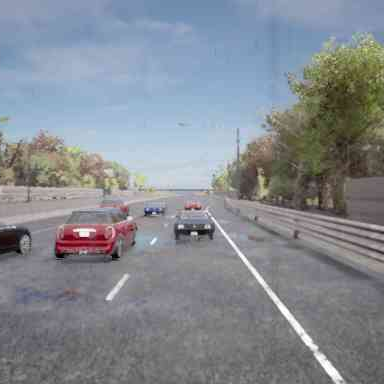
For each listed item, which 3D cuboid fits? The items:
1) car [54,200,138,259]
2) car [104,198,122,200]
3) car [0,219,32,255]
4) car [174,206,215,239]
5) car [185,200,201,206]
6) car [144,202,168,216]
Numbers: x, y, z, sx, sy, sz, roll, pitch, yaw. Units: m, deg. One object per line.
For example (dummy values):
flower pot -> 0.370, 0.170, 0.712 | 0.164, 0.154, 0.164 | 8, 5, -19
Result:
car -> -3.399, 1.352, 12.656 | 2.097, 1.767, 4.553 | 0, 0, 0
car -> -6.894, 1.358, 29.545 | 2.097, 1.767, 4.553 | 0, 0, 0
car -> -6.902, 1.492, 10.495 | 2.128, 1.511, 4.902 | 0, 0, 0
car -> 0.107, 1.601, 17.295 | 1.895, 1.301, 4.718 | 0, 0, 0
car -> 0.111, 1.613, 38.422 | 1.895, 1.301, 4.718 | 0, 0, 0
car -> -3.389, 1.608, 32.083 | 1.895, 1.301, 4.718 | 0, 0, 0
